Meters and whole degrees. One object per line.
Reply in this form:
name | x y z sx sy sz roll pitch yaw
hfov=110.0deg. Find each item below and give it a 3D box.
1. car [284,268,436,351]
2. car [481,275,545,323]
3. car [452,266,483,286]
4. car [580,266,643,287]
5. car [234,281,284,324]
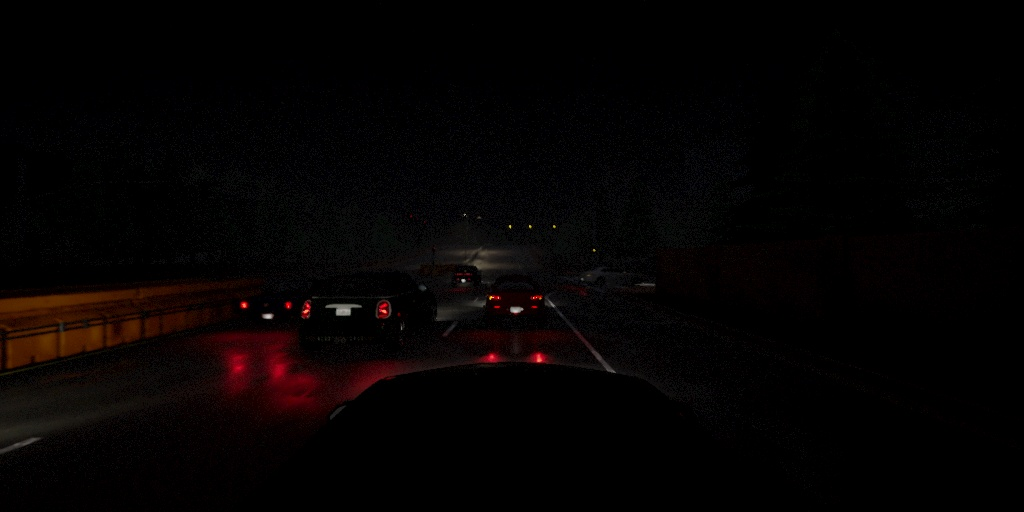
car | -3.397 1.167 9.351 2.097 1.767 4.553 0 0 0
car | 0.102 1.366 12.360 1.812 1.442 4.674 0 -1 0
car | -3.394 1.472 27.464 1.837 1.490 4.892 0 0 0
car | 7.412 1.487 26.735 4.674 1.442 1.812 0 -2 -12
car | -6.898 1.441 12.362 1.895 1.301 4.718 0 0 0
